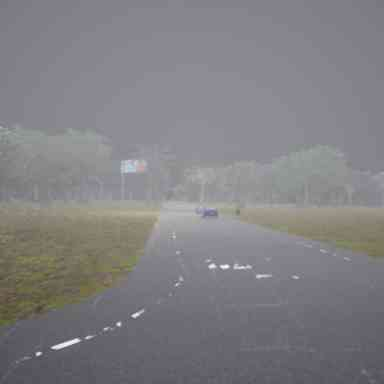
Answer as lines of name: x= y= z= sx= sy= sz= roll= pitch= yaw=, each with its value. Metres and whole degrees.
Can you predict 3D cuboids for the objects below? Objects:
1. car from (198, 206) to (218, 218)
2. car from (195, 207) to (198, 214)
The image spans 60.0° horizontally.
car: x=2.407 y=2.703 z=45.450 sx=1.882 sy=1.535 sz=5.008 roll=2 pitch=-1 yaw=-4
car: x=1.643 y=2.973 z=55.837 sx=2.033 sy=1.411 sz=5.357 roll=2 pitch=-1 yaw=-4
